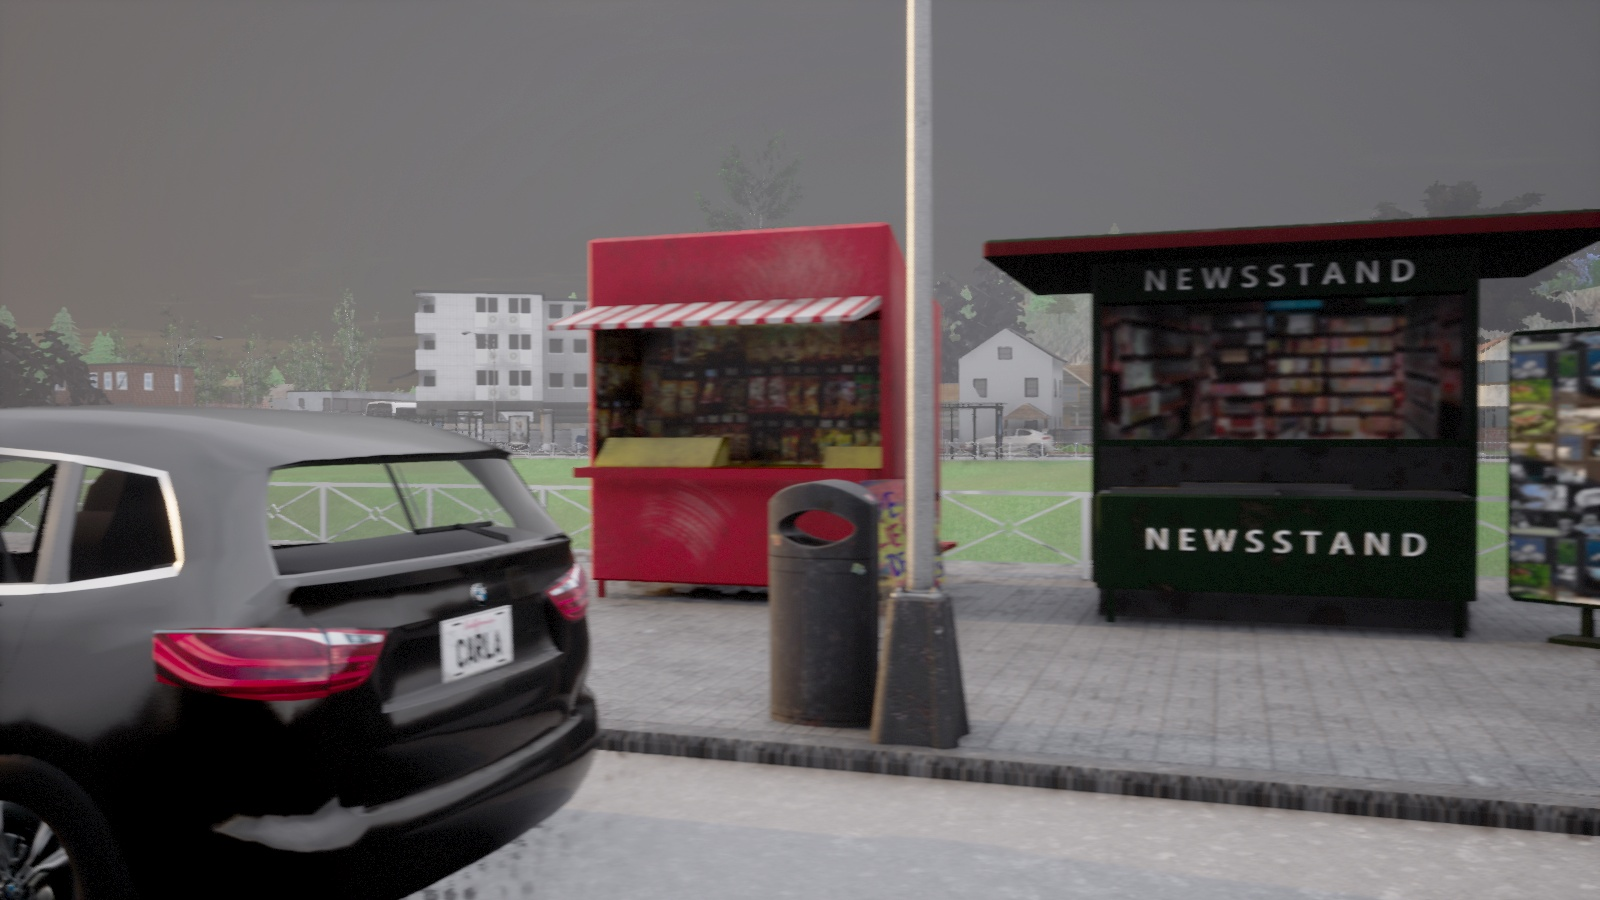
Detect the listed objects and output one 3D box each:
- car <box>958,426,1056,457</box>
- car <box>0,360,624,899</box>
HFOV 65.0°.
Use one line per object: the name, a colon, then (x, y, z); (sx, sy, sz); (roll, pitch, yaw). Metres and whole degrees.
car: (11.395, -0.460, 69.201); (5.027, 1.651, 2.152); (1, 1, 19)
car: (-3.264, 0.581, 4.815); (4.611, 1.667, 2.242); (1, 1, 19)
